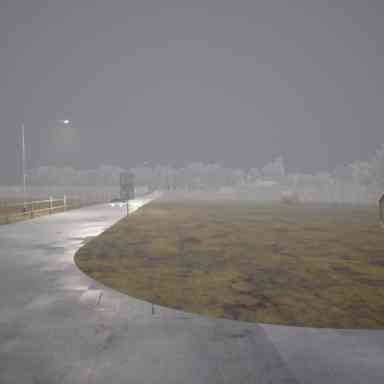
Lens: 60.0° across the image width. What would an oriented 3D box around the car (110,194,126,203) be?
[{"bbox_3d":[-11.416,1.004,51.839,1.994,1.385,4.181,-1,0,-4],"label":"car"}]
